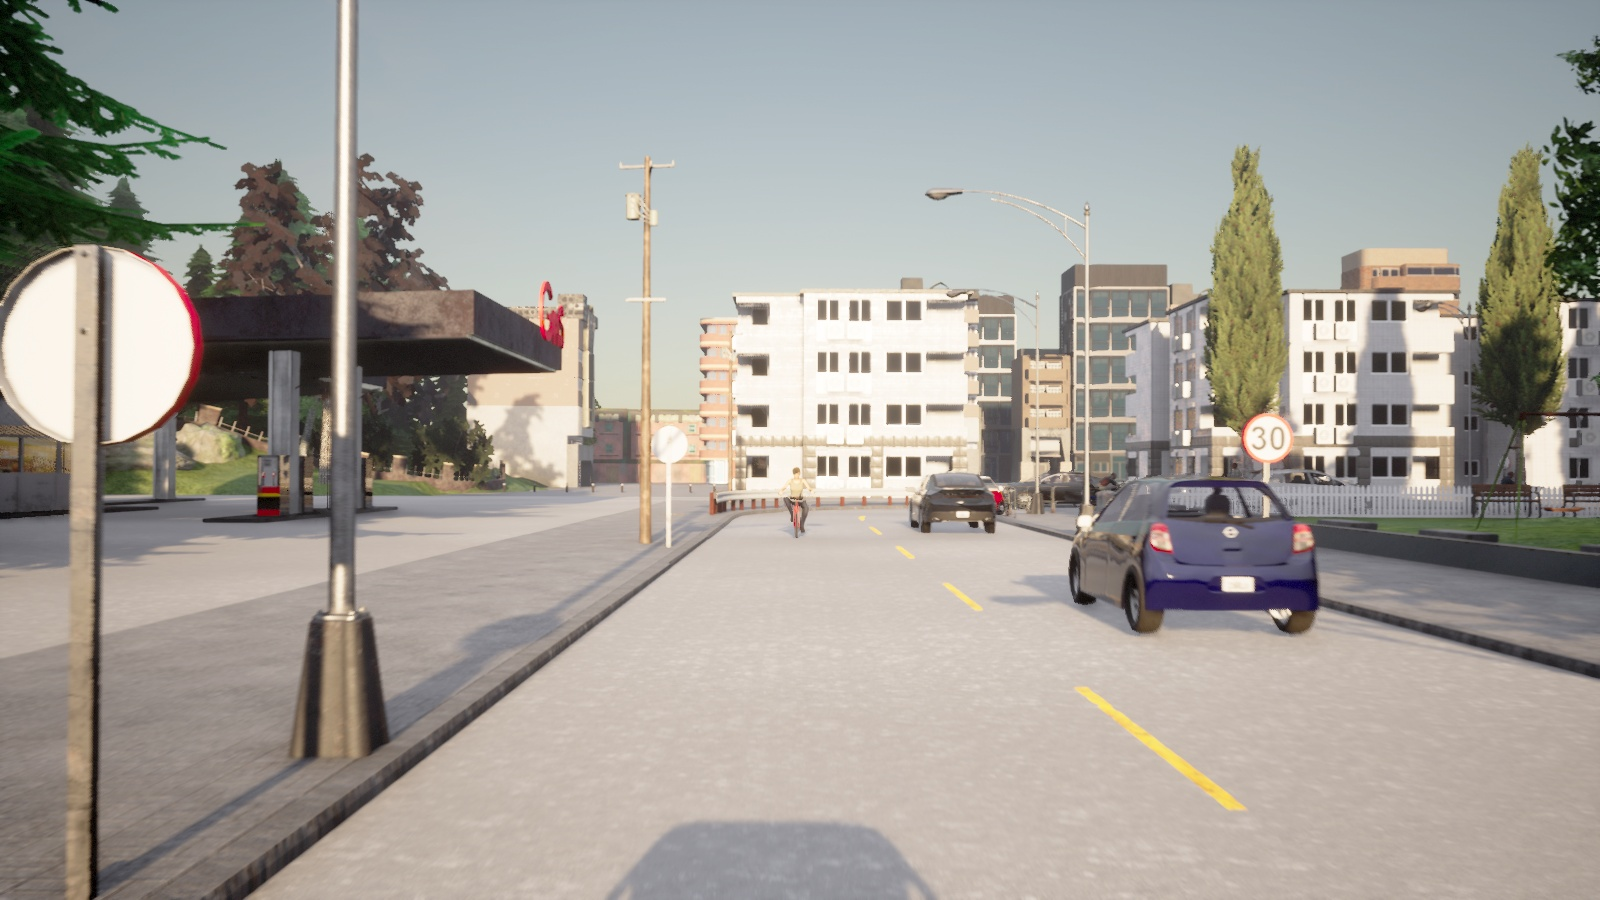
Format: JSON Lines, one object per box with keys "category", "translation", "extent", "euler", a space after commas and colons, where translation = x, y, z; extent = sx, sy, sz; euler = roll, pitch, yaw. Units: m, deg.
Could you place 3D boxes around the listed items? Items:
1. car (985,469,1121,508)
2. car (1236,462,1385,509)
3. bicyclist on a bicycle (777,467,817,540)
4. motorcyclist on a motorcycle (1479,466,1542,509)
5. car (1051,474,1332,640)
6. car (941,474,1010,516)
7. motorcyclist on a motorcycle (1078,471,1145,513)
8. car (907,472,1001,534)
{"category": "car", "translation": [10.068, 1.514, 50.200], "extent": [4.902, 1.511, 2.128], "euler": [0, -1, -7]}
{"category": "car", "translation": [18.851, 1.310, 46.552], "extent": [4.611, 1.667, 2.242], "euler": [0, -1, 0]}
{"category": "bicyclist on a bicycle", "translation": [-0.071, 1.197, 28.610], "extent": [0.866, 1.612, 1.509], "euler": [0, -1, 0]}
{"category": "motorcyclist on a motorcycle", "translation": [26.323, 1.388, 46.530], "extent": [1.817, 1.590, 0.866], "euler": [0, -1, 0]}
{"category": "car", "translation": [3.967, 1.021, 13.376], "extent": [1.845, 1.501, 3.633], "euler": [0, -1, 0]}
{"category": "car", "translation": [6.053, 1.521, 43.209], "extent": [1.481, 1.376, 2.207], "euler": [-1, -1, 36]}
{"category": "motorcyclist on a motorcycle", "translation": [11.486, 1.526, 46.333], "extent": [2.191, 1.530, 0.866], "euler": [0, -1, -9]}
{"category": "car", "translation": [3.919, 1.314, 32.775], "extent": [1.837, 1.490, 4.892], "euler": [0, -1, 0]}
